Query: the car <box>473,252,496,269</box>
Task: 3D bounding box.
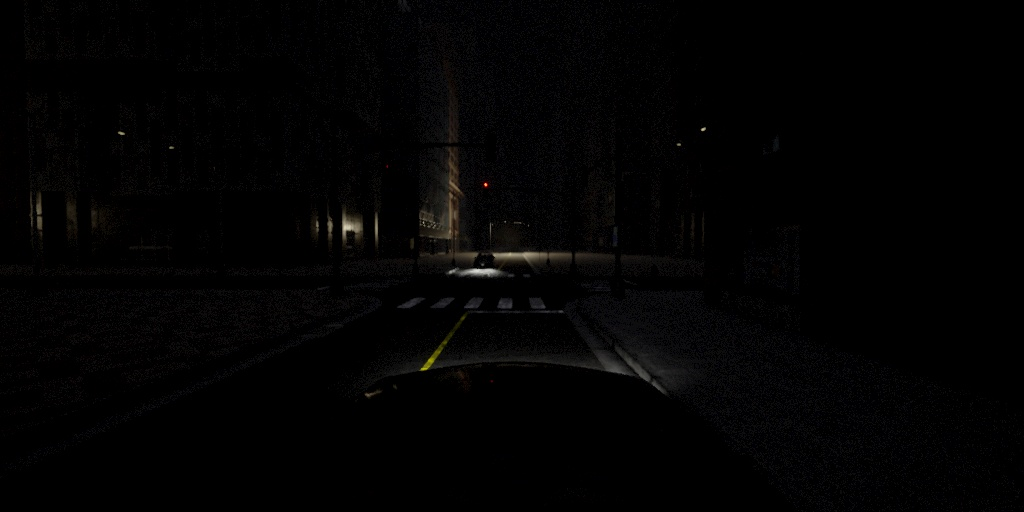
[{"bbox_3d":[-2.604,0.412,34.639,2.128,1.511,4.902,0,3,1],"label":"car"}]
